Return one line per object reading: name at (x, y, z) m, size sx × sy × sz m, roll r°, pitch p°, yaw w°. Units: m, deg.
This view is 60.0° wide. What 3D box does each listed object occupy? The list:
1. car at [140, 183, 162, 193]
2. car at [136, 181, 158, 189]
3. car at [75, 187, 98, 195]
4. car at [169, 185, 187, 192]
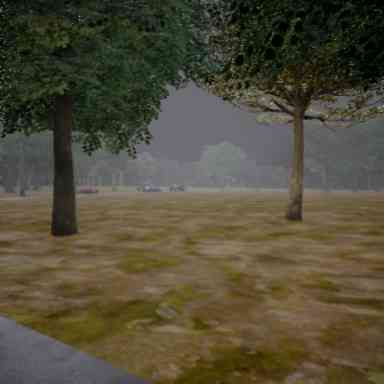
car at (-7.897, -0.517, 65.035) m, size 1.812 × 1.442 × 4.674 m, roll 0°, pitch 1°, yaw 36°
car at (-9.083, -1.204, 68.614) m, size 2.150 × 2.045 × 5.566 m, roll 0°, pitch 1°, yaw 36°
car at (-18.137, -0.135, 55.666) m, size 1.895 × 1.301 × 4.718 m, roll 0°, pitch 1°, yaw 34°
car at (-2.990, -0.773, 71.983) m, size 1.837 × 1.490 × 4.892 m, roll 0°, pitch 1°, yaw 36°
